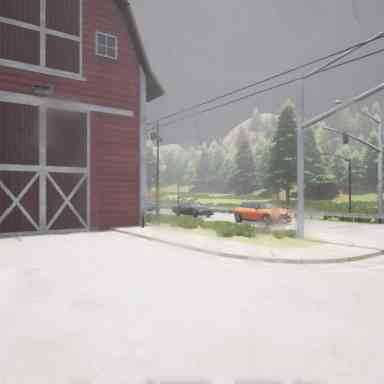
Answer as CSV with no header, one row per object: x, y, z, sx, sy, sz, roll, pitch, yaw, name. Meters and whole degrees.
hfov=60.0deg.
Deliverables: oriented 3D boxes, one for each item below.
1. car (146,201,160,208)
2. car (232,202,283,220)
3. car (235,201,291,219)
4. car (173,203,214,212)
-5.650,1.837,41.625,1.994,1.385,4.181,0,0,-35,car
6.022,1.728,31.135,1.812,1.442,4.674,0,0,-34,car
5.358,1.523,25.558,2.097,1.767,4.553,0,0,-34,car
-0.024,1.768,33.412,2.033,1.411,5.357,0,0,-35,car
